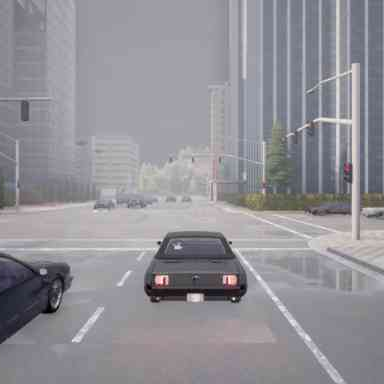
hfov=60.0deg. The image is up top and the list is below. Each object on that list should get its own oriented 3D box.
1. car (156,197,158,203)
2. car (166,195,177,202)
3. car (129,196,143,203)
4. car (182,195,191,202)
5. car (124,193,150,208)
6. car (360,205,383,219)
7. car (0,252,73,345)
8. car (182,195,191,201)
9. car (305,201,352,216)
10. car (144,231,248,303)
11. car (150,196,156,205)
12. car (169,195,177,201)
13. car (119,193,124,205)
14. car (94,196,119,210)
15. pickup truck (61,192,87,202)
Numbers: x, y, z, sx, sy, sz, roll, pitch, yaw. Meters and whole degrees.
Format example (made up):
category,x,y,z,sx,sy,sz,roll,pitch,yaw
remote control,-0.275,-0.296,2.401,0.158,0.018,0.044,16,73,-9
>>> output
category,x,y,z,sx,sy,sz,roll,pitch,yaw
car,-8.142,1.564,68.828,1.994,1.385,4.181,0,0,-1
car,-4.721,1.500,74.548,1.837,1.490,4.892,0,0,-1
car,-11.649,1.525,69.258,2.128,1.511,4.902,0,0,-1
car,-1.231,1.553,75.009,1.994,1.385,4.181,0,0,-1
car,-7.924,1.221,48.177,2.150,2.045,5.566,0,0,-1
car,16.937,1.601,28.066,4.718,1.301,1.895,0,0,0
car,-3.436,1.547,4.568,2.033,1.411,5.357,0,0,0
car,-1.389,1.540,84.784,2.033,1.411,5.357,0,0,-1
car,13.582,1.547,31.573,5.357,1.411,2.033,0,0,-3
car,0.066,1.601,8.164,1.895,1.301,4.718,0,0,0
car,-8.057,1.352,58.151,2.097,1.767,4.553,0,0,-1
car,-4.888,1.524,84.716,1.812,1.442,4.674,0,0,-1
car,-11.540,1.218,57.032,2.150,2.045,5.566,0,0,-1
car,-11.343,1.564,43.330,1.994,1.385,4.181,0,0,-1
pickup truck,-24.771,1.058,69.220,2.390,2.098,6.274,0,0,30
